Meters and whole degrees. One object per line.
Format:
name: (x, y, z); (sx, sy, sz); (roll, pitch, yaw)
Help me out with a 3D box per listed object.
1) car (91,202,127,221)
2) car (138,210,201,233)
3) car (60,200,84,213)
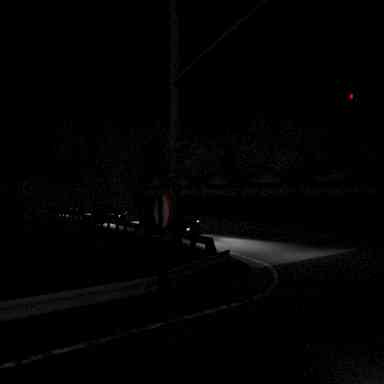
car: (-7.251, 1.696, 28.826); (1.837, 1.490, 4.892); (0, 0, -35)
car: (-1.482, 1.792, 20.626); (1.895, 1.301, 4.718); (0, 0, -35)
car: (-13.963, 1.695, 38.620); (1.837, 1.490, 4.892); (0, 0, -32)
